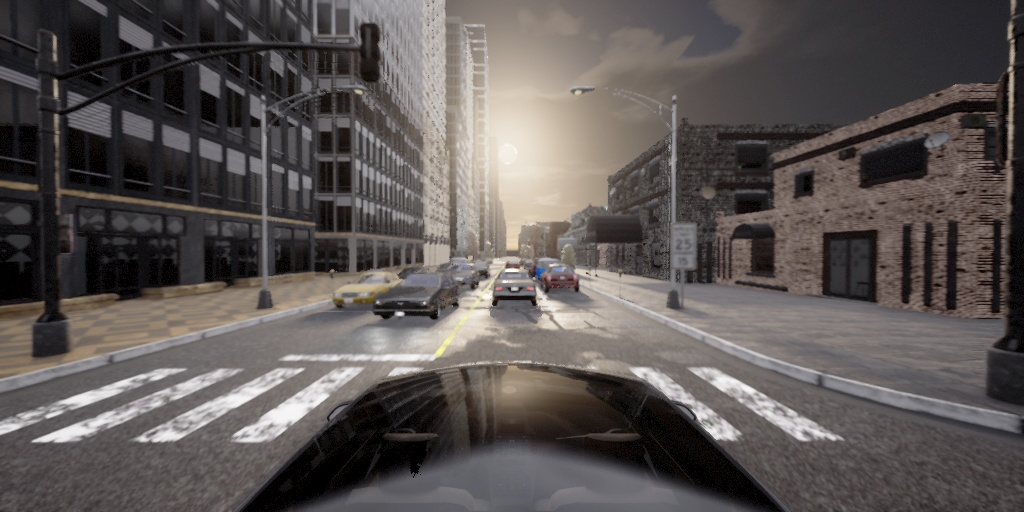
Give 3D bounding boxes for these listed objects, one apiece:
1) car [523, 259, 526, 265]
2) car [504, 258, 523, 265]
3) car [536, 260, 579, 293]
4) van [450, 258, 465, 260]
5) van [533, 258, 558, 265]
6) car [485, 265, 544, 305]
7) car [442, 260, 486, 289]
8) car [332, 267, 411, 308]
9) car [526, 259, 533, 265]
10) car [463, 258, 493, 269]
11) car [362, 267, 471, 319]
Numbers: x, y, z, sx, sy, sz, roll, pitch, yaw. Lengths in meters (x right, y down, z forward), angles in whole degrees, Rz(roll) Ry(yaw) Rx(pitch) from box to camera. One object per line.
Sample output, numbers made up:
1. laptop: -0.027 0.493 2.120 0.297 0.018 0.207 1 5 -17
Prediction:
1. car: 2.692 1.283 54.834 2.007 1.370 4.403 0 0 0
2. car: 0.068 1.213 43.590 1.882 1.535 5.008 0 0 0
3. car: 2.690 1.183 20.970 1.967 1.591 4.097 0 0 0
4. van: -5.657 1.078 37.958 1.690 1.789 3.998 0 0 0
5. van: 2.690 1.082 26.614 1.690 1.789 3.998 0 0 0
6. car: 0.099 1.292 16.051 2.033 1.411 5.357 0 0 0
7. car: -3.095 1.234 22.911 2.128 1.511 4.902 0 0 0
8. car: -5.829 1.271 15.211 1.751 1.417 4.829 0 0 0
9. car: 2.690 1.054 32.258 2.192 1.841 5.009 0 0 0
10. car: -3.060 1.217 33.332 1.882 1.535 5.008 0 0 0
11. car: -3.076 1.294 13.017 2.033 1.411 5.357 0 0 4
